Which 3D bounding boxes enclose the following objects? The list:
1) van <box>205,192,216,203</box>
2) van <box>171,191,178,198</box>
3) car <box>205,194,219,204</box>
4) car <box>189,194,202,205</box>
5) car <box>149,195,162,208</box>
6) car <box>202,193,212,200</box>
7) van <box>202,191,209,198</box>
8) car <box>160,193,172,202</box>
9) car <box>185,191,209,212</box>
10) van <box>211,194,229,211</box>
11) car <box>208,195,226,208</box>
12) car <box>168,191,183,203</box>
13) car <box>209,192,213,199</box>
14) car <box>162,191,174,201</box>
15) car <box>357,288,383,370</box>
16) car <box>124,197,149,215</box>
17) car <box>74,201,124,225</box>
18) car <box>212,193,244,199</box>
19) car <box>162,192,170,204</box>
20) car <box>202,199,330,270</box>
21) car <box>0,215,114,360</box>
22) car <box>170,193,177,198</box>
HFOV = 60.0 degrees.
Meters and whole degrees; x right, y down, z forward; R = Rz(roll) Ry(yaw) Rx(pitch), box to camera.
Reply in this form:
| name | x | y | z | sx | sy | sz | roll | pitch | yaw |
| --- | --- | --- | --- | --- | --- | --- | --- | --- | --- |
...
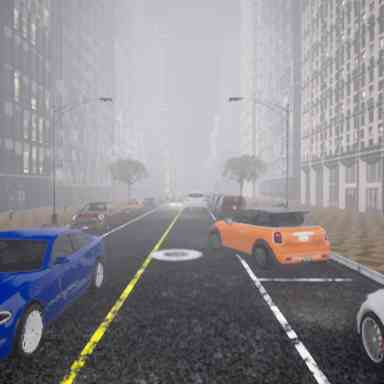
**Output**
| name | x | y | z | sx | sy | sz | roll | pitch | yaw |
| --- | --- | --- | --- | --- | --- | --- | --- | --- | --- |
| van | 3.251 | 0.937 | 59.044 | 1.690 | 1.788 | 3.998 | -1 | 0 | 1 |
| van | -4.797 | 0.699 | 93.226 | 1.690 | 1.788 | 3.998 | -1 | 0 | 1 |
| car | 3.197 | 1.075 | 53.362 | 1.967 | 1.590 | 4.097 | -1 | 0 | 1 |
| car | 0.588 | 1.126 | 51.571 | 1.882 | 1.535 | 5.008 | 0 | 0 | 1 |
| car | -5.293 | 1.281 | 42.077 | 1.947 | 1.339 | 4.313 | -1 | 0 | 1 |
| car | 3.419 | 1.028 | 76.095 | 2.008 | 1.369 | 4.403 | -1 | 0 | 1 |
| van | 3.527 | 0.738 | 87.461 | 1.690 | 1.788 | 3.998 | -1 | 0 | 1 |
| car | -5.072 | 0.998 | 64.809 | 1.967 | 1.590 | 4.097 | -1 | 0 | 1 |
| car | 0.434 | 0.980 | 35.723 | 2.150 | 2.045 | 5.566 | 0 | 1 | 1 |
| van | 3.031 | 1.094 | 36.311 | 1.690 | 1.788 | 3.998 | -1 | 0 | 1 |
| car | 3.087 | 1.154 | 41.995 | 1.967 | 1.590 | 4.097 | -1 | 0 | 1 |
| car | -2.474 | 1.108 | 56.470 | 2.128 | 1.511 | 4.902 | 0 | 0 | 1 |
| car | 2.975 | 1.106 | 30.628 | 2.192 | 1.841 | 5.009 | -1 | 0 | 1 |
| car | -5.019 | 0.833 | 70.492 | 2.192 | 1.841 | 5.009 | -1 | 0 | 1 |
| car | 3.172 | 1.506 | 2.673 | 1.812 | 1.442 | 4.674 | 0 | 0 | 1 |
| car | -5.404 | 1.319 | 30.541 | 1.752 | 1.417 | 4.829 | -1 | 0 | 1 |
| car | -5.514 | 1.310 | 19.343 | 1.967 | 1.590 | 4.097 | -1 | 0 | 1 |
| car | 2.920 | 1.145 | 24.944 | 2.192 | 1.841 | 5.009 | -1 | 0 | 1 |
| car | -5.182 | 1.187 | 53.444 | 2.008 | 1.369 | 4.403 | -1 | 0 | 1 |
| car | 2.286 | 1.275 | 11.087 | 2.097 | 1.767 | 4.553 | 0 | 0 | -21 |
| car | -3.046 | 1.436 | 6.089 | 1.882 | 1.535 | 5.008 | 0 | 0 | 1 |
| car | -4.851 | 0.980 | 87.544 | 1.802 | 1.307 | 4.206 | -1 | 0 | 1 |
